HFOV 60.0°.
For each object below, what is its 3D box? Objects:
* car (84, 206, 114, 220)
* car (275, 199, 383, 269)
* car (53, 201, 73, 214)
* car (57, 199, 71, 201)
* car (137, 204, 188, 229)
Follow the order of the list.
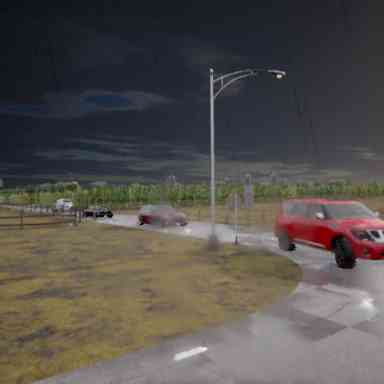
[{"bbox_3d":[-9.914,2.172,35.048,1.895,1.301,4.718,0,-1,-36],"label":"car"},{"bbox_3d":[4.986,1.266,11.744,2.150,2.045,5.566,0,-2,-14],"label":"car"},{"bbox_3d":[-18.097,2.339,46.512,2.128,1.511,4.902,0,-1,-35],"label":"car"},{"bbox_3d":[-22.150,2.268,57.067,2.150,2.045,5.566,0,-1,-36],"label":"car"},{"bbox_3d":[-2.229,1.668,24.370,2.097,1.767,4.553,0,-1,-36],"label":"car"}]
